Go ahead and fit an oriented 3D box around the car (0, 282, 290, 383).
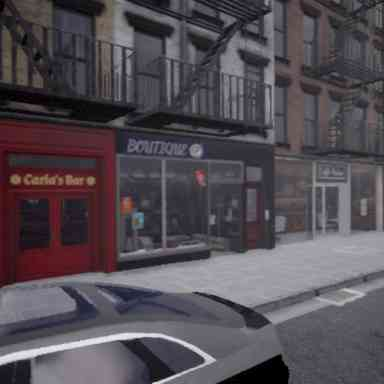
[{"bbox_3d":[-1.467,1.491,2.026,4.902,1.511,2.128,0,0,-35],"label":"car"}]
